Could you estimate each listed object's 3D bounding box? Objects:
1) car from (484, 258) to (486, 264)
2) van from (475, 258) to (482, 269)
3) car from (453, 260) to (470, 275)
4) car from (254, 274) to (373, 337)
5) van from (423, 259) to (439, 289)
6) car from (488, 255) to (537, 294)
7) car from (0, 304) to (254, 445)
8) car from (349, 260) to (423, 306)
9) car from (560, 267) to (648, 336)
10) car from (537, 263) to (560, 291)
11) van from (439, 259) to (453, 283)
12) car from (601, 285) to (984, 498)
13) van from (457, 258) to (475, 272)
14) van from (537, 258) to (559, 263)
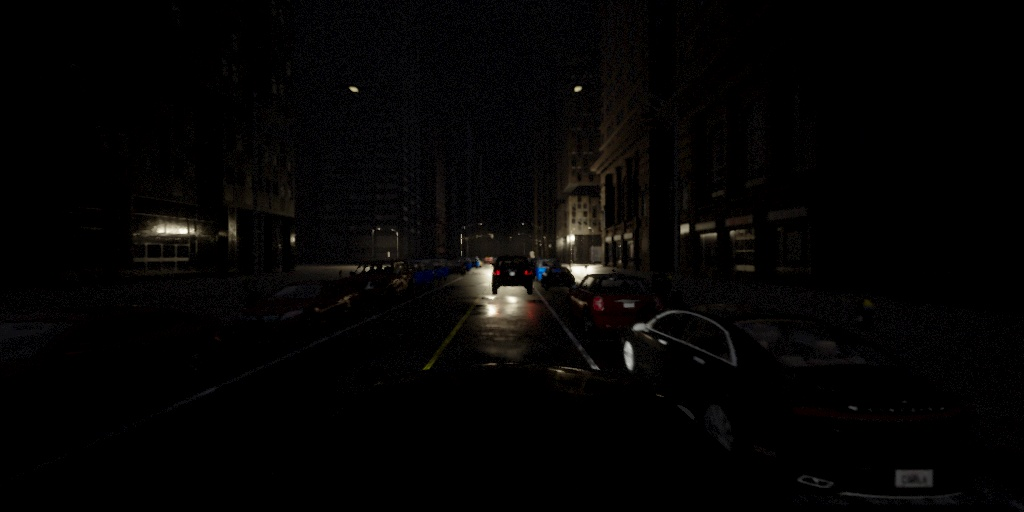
[{"bbox_3d":[-5.997,1.310,61.208,1.751,1.417,4.829,0,0,0],"label":"car"},{"bbox_3d":[-5.975,1.123,55.700,1.690,1.789,3.998,0,0,0],"label":"van"},{"bbox_3d":[-5.906,1.356,38.668,1.802,1.307,4.207,0,0,0],"label":"car"},{"bbox_3d":[-5.791,1.351,10.281,1.802,1.307,4.207,0,0,0],"label":"car"},{"bbox_3d":[-5.837,1.111,21.636,1.690,1.789,3.998,0,0,0],"label":"van"},{"bbox_3d":[0.013,0.972,20.371,2.150,2.045,5.566,0,0,0],"label":"car"},{"bbox_3d":[-5.768,1.351,4.604,1.802,1.307,4.207,0,0,0],"label":"car"},{"bbox_3d":[-5.814,1.084,15.959,2.192,1.841,5.009,0,0,0],"label":"car"},{"bbox_3d":[2.734,1.181,10.324,1.967,1.591,4.097,0,0,0],"label":"car"},{"bbox_3d":[2.688,1.293,21.680,2.007,1.370,4.403,0,0,0],"label":"car"},{"bbox_3d":[-5.860,1.112,27.314,1.690,1.789,3.998,0,0,0],"label":"van"},{"bbox_3d":[2.757,1.292,4.647,2.007,1.370,4.403,0,0,0],"label":"car"},{"bbox_3d":[-5.929,1.118,44.346,1.690,1.789,3.998,0,0,0],"label":"van"},{"bbox_3d":[2.665,1.085,27.358,1.690,1.789,3.998,0,0,0],"label":"van"}]
